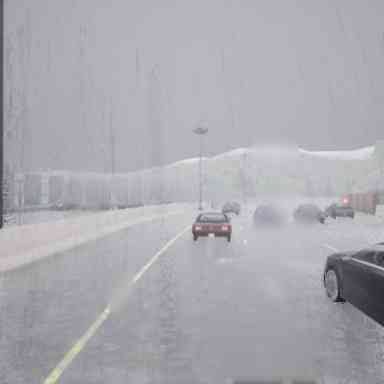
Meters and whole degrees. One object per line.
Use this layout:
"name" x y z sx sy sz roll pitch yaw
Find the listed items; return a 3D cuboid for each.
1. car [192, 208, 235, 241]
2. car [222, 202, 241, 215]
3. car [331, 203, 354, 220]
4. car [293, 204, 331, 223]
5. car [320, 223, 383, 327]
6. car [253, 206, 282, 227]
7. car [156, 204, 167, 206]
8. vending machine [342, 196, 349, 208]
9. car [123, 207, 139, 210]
"car" 1.133 1.733 17.585 1.895 1.301 4.718 0 0 6
"car" 4.568 1.840 38.148 2.033 1.411 5.357 0 0 13
"car" 13.931 1.766 31.647 2.128 1.511 4.902 0 0 11
"car" 9.523 1.776 27.319 2.033 1.411 5.357 0 0 10
"car" 3.784 1.544 5.475 2.128 1.511 4.902 0 0 2
"car" 5.571 1.746 24.796 2.033 1.411 5.357 0 0 9
"car" -4.110 1.897 47.305 1.994 1.385 4.181 0 -1 15
"vending machine" 27.002 1.705 58.511 1.100 2.100 0.880 0 0 22
"car" -8.297 1.851 45.287 2.033 1.411 5.357 0 0 14
